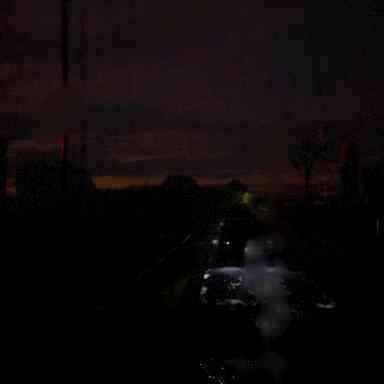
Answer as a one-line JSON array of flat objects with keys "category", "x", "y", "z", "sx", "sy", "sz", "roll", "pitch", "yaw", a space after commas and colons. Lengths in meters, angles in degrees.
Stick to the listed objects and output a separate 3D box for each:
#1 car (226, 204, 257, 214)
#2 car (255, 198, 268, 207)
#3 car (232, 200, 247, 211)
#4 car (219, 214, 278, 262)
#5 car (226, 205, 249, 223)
[{"category": "car", "x": 3.040, "y": 1.813, "z": 21.567, "sx": 1.882, "sy": 1.535, "sz": 5.008, "roll": 0, "pitch": -1, "yaw": 7}, {"category": "car", "x": 15.893, "y": 2.402, "z": 77.360, "sx": 2.150, "sy": 2.045, "sz": 5.566, "roll": -1, "pitch": -1, "yaw": 14}, {"category": "car", "x": 6.789, "y": 1.904, "z": 47.031, "sx": 1.994, "sy": 1.385, "sz": 4.181, "roll": -1, "pitch": -1, "yaw": 10}, {"category": "car", "x": 2.090, "y": 1.762, "z": 12.905, "sx": 1.994, "sy": 1.385, "sz": 4.181, "roll": 0, "pitch": -1, "yaw": 6}, {"category": "car", "x": 4.384, "y": 2.051, "z": 32.074, "sx": 2.033, "sy": 1.411, "sz": 5.357, "roll": 0, "pitch": -1, "yaw": 8}]
